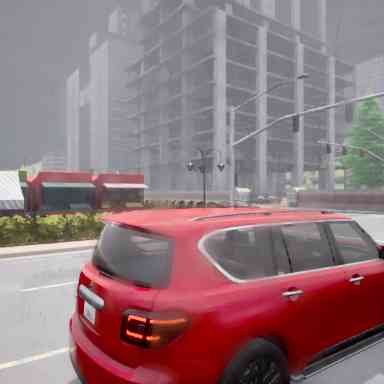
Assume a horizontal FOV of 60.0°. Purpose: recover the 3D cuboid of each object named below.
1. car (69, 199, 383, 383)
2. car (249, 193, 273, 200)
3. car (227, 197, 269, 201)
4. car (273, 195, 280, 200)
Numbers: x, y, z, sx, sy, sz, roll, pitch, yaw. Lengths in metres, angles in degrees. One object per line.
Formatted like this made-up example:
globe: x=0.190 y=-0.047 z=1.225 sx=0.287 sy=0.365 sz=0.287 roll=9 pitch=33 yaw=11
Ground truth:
car: x=1.232 y=1.221 z=4.664 sx=5.566 sy=2.045 sz=2.150 roll=0 pitch=0 yaw=-35
car: x=11.674 y=1.114 z=58.169 sx=1.905 sy=1.878 sz=3.866 roll=0 pitch=0 yaw=-36
car: x=3.876 y=1.422 z=28.558 sx=1.882 sy=1.535 sz=5.008 roll=0 pitch=0 yaw=-36
car: x=14.066 y=1.114 z=59.881 sx=1.905 sy=1.878 sz=3.866 roll=0 pitch=0 yaw=-36
